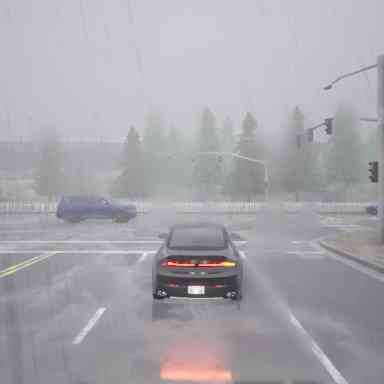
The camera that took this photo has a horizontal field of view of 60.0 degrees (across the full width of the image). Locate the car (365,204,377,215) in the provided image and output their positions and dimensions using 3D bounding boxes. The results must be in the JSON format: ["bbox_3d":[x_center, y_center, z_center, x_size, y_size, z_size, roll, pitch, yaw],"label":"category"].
[{"bbox_3d":[18.739,1.422,30.740,5.008,1.535,1.882,0,0,1],"label":"car"}]

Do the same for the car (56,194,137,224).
[{"bbox_3d":[-6.765,1.192,23.732,5.566,2.045,2.150,0,0,0],"label":"car"}]

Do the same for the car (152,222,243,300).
[{"bbox_3d":[0.173,1.505,8.368,1.837,1.490,4.892,0,0,2],"label":"car"}]
